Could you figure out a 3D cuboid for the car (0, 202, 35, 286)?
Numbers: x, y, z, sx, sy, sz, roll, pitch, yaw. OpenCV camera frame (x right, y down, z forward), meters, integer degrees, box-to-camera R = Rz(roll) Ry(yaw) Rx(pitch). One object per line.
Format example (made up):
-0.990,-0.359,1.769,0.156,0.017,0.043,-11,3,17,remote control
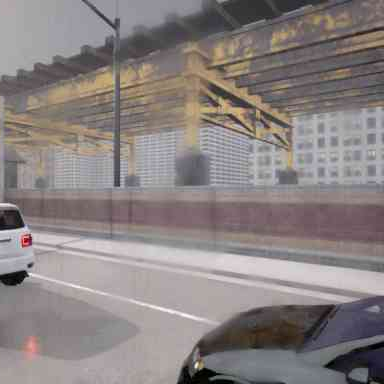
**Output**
-6.186,1.246,8.314,5.566,2.045,2.150,0,0,36,car

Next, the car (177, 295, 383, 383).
1.913,1.576,2.637,4.181,1.385,1.994,0,0,35,car
